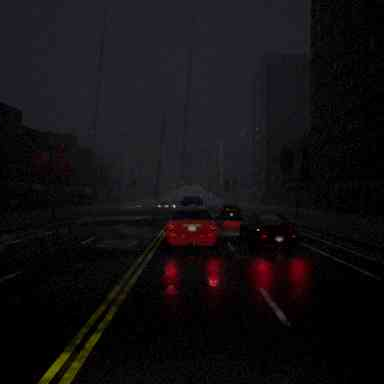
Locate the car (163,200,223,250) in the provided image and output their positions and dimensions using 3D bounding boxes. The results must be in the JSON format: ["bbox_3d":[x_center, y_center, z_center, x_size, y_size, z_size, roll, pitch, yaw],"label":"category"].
[{"bbox_3d":[0.000,1.404,14.627,2.097,1.767,4.553,0,0,0],"label":"car"}]

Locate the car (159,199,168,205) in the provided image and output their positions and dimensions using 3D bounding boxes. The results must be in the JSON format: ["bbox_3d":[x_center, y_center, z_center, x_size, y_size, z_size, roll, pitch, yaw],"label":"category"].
[{"bbox_3d":[-6.499,2.220,75.965,1.882,1.535,5.008,0,-1,0],"label":"car"}]

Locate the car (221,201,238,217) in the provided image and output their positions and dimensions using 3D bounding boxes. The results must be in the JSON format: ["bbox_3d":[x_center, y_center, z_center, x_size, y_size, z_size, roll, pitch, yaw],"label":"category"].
[{"bbox_3d":[3.250,1.615,29.661,1.837,1.490,4.892,0,0,0],"label":"car"}]

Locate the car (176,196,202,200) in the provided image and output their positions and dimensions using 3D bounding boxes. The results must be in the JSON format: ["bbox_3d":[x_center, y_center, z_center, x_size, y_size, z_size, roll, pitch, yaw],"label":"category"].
[{"bbox_3d":[0.000,1.356,29.691,2.150,2.045,5.566,0,0,0],"label":"car"}]

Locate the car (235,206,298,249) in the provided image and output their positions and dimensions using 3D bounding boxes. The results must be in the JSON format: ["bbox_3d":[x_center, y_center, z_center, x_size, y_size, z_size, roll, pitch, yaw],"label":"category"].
[{"bbox_3d":[3.250,1.571,14.656,1.812,1.442,4.674,0,0,0],"label":"car"}]
